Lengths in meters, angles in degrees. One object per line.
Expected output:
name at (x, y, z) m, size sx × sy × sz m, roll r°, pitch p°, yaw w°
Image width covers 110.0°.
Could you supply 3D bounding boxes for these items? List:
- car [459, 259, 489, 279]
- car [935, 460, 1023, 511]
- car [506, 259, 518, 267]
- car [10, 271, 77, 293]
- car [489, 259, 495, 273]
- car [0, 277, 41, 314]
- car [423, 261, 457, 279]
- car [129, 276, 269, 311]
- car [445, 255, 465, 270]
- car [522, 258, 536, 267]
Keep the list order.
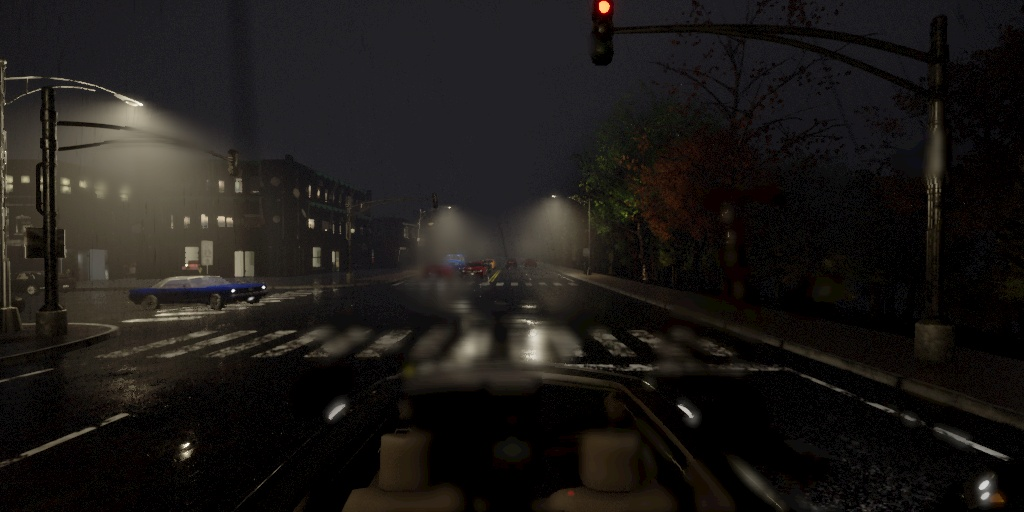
car at (-3.411, 1.265, 33.087) m, size 1.812 × 1.442 × 4.674 m, roll 0°, pitch 0°, yaw 0°
car at (3.356, 1.314, 0.208) m, size 1.994 × 1.385 × 4.181 m, roll 0°, pitch 0°, yaw 0°
car at (-0.037, 1.230, 63.189) m, size 1.837 × 1.490 × 4.892 m, roll 0°, pitch 0°, yaw 0°
car at (-28.323, 1.560, 21.015) m, size 4.403 × 1.370 × 2.007 m, roll 0°, pitch 0°, yaw 0°
car at (-3.424, 1.240, 43.154) m, size 1.837 × 1.490 × 4.892 m, roll 0°, pitch 0°, yaw 0°
car at (-19.971, 1.565, 12.521) m, size 4.313 × 1.339 × 1.948 m, roll 0°, pitch 0°, yaw 0°
car at (-6.661, 1.341, 32.866) m, size 1.895 × 1.301 × 4.718 m, roll 0°, pitch 0°, yaw 2°
car at (-12.763, 1.473, 14.789) m, size 4.718 × 1.301 × 1.895 m, roll -2°, pitch 0°, yaw 7°
car at (-6.677, 0.957, 42.771) m, size 2.150 × 2.045 × 5.566 m, roll 0°, pitch 0°, yaw 0°
car at (3.213, 1.203, 63.215) m, size 1.882 × 1.535 × 5.008 m, roll 0°, pitch 0°, yaw 0°
